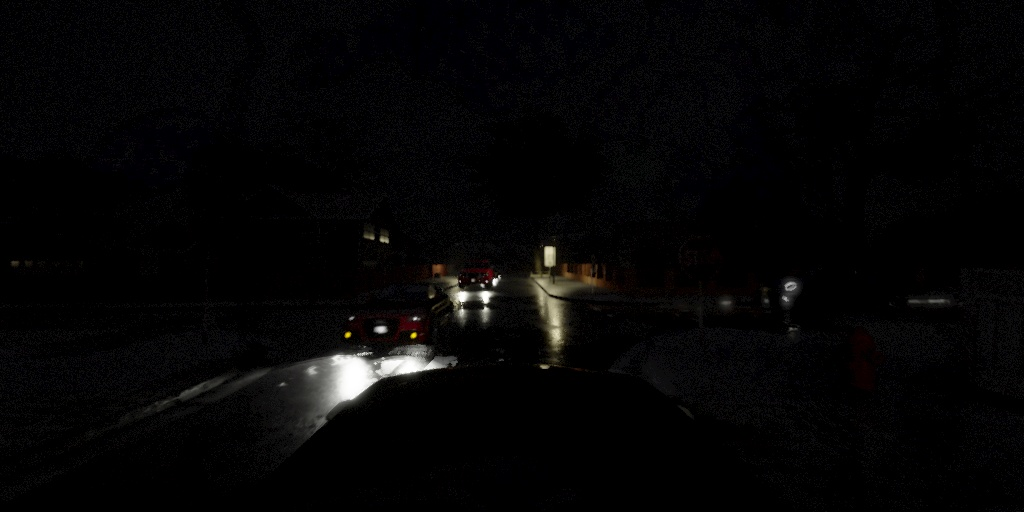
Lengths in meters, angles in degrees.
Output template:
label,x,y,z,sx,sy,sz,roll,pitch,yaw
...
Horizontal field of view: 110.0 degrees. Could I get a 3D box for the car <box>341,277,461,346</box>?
label,x,y,z,sx,sy,sz,roll,pitch,yaw
car,-2.782,1.417,9.636,1.994,1.385,4.181,0,-1,1

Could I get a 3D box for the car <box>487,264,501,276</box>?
label,x,y,z,sx,sy,sz,roll,pitch,yaw
car,-2.780,2.071,53.347,1.882,1.535,5.008,0,0,-5

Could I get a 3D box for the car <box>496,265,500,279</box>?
label,x,y,z,sx,sy,sz,roll,pitch,yaw
car,-2.517,1.901,40.981,1.994,1.385,4.181,0,-1,0

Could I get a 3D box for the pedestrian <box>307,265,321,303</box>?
label,x,y,z,sx,sy,sz,roll,pitch,yaw
pedestrian,-9.518,1.328,17.176,0.375,1.860,0.375,0,-2,1

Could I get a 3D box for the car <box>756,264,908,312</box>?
label,x,y,z,sx,sy,sz,roll,pitch,yaw
car,12.012,1.130,13.755,4.553,1.767,2.097,-1,-3,1

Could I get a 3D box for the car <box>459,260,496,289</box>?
label,x,y,z,sx,sy,sz,roll,pitch,yaw
car,-2.595,1.308,26.912,2.150,2.045,5.566,0,0,1
